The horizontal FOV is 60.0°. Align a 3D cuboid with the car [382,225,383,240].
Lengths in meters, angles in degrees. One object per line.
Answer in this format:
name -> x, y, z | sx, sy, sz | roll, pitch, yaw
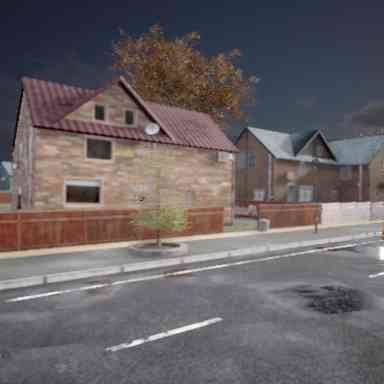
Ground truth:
car -> 10.562, 1.412, 14.987 | 4.553, 1.767, 2.097 | 0, 0, -34
